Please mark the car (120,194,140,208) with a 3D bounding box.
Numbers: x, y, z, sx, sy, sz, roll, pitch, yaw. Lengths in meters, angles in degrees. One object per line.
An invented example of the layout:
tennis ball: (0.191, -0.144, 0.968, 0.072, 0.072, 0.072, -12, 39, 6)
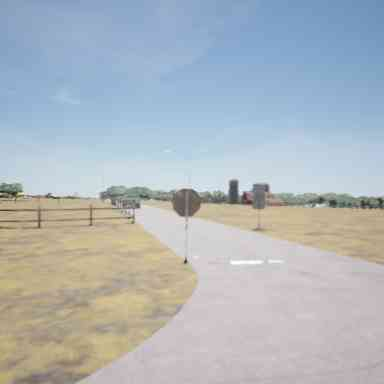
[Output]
car: (-9.048, 1.336, 49.765, 2.150, 2.045, 5.566, 2, -1, -16)
